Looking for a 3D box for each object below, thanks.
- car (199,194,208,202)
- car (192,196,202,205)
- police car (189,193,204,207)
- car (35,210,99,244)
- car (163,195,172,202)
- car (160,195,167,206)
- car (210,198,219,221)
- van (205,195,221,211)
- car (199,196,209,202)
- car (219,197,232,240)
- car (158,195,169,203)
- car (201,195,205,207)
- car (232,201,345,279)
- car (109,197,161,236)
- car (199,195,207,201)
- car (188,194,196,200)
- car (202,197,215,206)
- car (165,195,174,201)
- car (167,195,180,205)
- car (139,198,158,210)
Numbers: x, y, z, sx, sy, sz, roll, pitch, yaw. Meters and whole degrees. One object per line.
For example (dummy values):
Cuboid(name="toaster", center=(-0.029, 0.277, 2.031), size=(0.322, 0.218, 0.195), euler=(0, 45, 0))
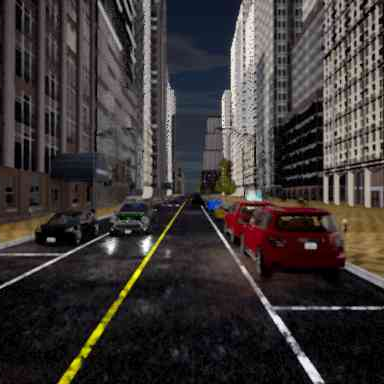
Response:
Cuboid(name="car", center=(2.654, 1.387, 78.203), size=(1.967, 1.590, 4.097), euler=(0, 0, 0))
Cuboid(name="car", center=(0.867, 1.462, 60.016), size=(1.837, 1.490, 4.892), euler=(0, 0, 0))
Cuboid(name="police car", center=(0.873, 1.388, 50.126), size=(1.930, 1.638, 5.238), euler=(0, 0, 0))
Cuboid(name="car", center=(-5.693, 1.553, 15.640), size=(1.947, 1.339, 4.313), euler=(0, 0, 0))
Cuboid(name="car", center=(-5.727, 1.497, 78.221), size=(2.008, 1.369, 4.403), euler=(0, 0, 0))
Cuboid(name="car", center=(-5.714, 1.509, 55.464), size=(2.008, 1.369, 4.403), euler=(0, 0, 0))
Cuboid(name="car", center=(2.682, 1.504, 27.173), size=(1.752, 1.417, 4.829), euler=(0, 0, 0))
Cuboid(name="van", center=(2.677, 1.312, 38.381), size=(1.690, 1.788, 3.998), euler=(0, 0, 0))
Cuboid(name="car", center=(2.657, 1.500, 72.514), size=(2.008, 1.369, 4.403), euler=(0, 0, 0))
Cuboid(name="car", center=(2.690, 1.303, 15.625), size=(2.192, 1.841, 5.009), euler=(0, 0, 0))
Cuboid(name="car", center=(-5.720, 1.392, 66.843), size=(1.967, 1.590, 4.097), euler=(0, 0, 0))
Cuboid(name="car", center=(2.672, 1.517, 44.070), size=(2.008, 1.369, 4.403), euler=(0, 0, 0))
Cuboid(name="car", center=(2.693, 1.307, 9.936), size=(2.192, 1.841, 5.009), euler=(0, 0, 0))
Cuboid(name="car", center=(-3.109, 1.337, 18.366), size=(2.097, 1.767, 4.553), euler=(0, 0, 0))
Cuboid(name="car", center=(2.651, 1.488, 83.892), size=(1.887, 1.381, 4.507), euler=(0, 0, 0))
Cuboid(name="car", center=(-0.046, 1.308, 85.165), size=(1.837, 1.490, 4.892), euler=(0, 0, 0))
Cuboid(name="car", center=(2.666, 1.510, 55.448), size=(2.008, 1.369, 4.403), euler=(0, 0, 0))
Cuboid(name="car", center=(-5.730, 1.488, 83.910), size=(1.887, 1.381, 4.507), euler=(0, 0, 0))
Cuboid(name="car", center=(-3.066, 1.504, 58.751), size=(2.033, 1.411, 5.357), euler=(0, 0, 1))
Cuboid(name="car", center=(-5.709, 1.532, 44.086), size=(1.947, 1.339, 4.313), euler=(0, 0, 0))
